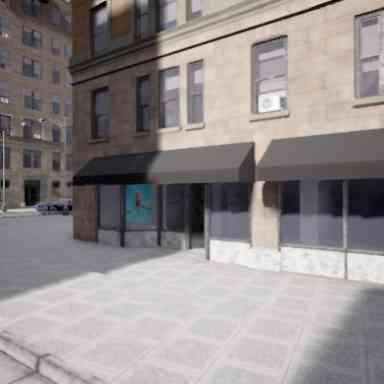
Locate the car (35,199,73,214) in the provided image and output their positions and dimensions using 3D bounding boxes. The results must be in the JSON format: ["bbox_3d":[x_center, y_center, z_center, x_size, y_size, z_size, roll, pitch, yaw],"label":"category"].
[{"bbox_3d":[-12.373,1.323,31.764,1.895,1.301,4.718,0,0,35],"label":"car"}]
